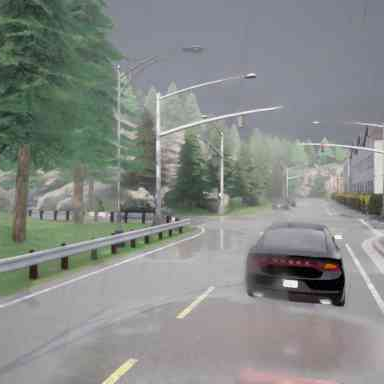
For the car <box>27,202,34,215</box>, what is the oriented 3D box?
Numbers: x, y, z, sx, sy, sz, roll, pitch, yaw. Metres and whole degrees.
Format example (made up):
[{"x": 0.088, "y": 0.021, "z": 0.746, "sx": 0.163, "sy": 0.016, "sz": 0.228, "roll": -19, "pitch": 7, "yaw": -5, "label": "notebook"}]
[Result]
[{"x": -17.865, "y": 1.232, "z": 31.954, "sx": 5.566, "sy": 2.045, "sz": 2.150, "roll": 1, "pitch": 0, "yaw": 20, "label": "car"}]

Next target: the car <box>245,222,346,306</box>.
[{"x": 2.621, "y": 1.478, "z": 8.224, "sx": 1.882, "sy": 1.535, "sz": 5.008, "roll": 0, "pitch": 0, "yaw": 21, "label": "car"}]

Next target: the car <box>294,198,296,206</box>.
[{"x": 14.616, "y": 1.352, "z": 50.718, "sx": 2.097, "sy": 1.767, "sz": 4.553, "roll": 0, "pitch": 0, "yaw": 21, "label": "car"}]

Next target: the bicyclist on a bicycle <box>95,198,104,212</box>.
[{"x": -10.205, "y": 1.417, "z": 36.637, "sx": 0.582, "sy": 1.620, "sz": 1.656, "roll": -2, "pitch": 5, "yaw": 20, "label": "bicyclist on a bicycle"}]

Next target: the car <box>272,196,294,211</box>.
[{"x": 11.165, "y": 1.491, "z": 41.555, "sx": 2.128, "sy": 1.511, "sz": 4.902, "roll": 0, "pitch": 0, "yaw": 21, "label": "car"}]

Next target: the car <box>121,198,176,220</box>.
[{"x": -3.609, "y": 1.367, "z": 26.704, "sx": 4.553, "sy": 1.767, "sz": 2.097, "roll": 0, "pitch": 0, "yaw": 20, "label": "car"}]
